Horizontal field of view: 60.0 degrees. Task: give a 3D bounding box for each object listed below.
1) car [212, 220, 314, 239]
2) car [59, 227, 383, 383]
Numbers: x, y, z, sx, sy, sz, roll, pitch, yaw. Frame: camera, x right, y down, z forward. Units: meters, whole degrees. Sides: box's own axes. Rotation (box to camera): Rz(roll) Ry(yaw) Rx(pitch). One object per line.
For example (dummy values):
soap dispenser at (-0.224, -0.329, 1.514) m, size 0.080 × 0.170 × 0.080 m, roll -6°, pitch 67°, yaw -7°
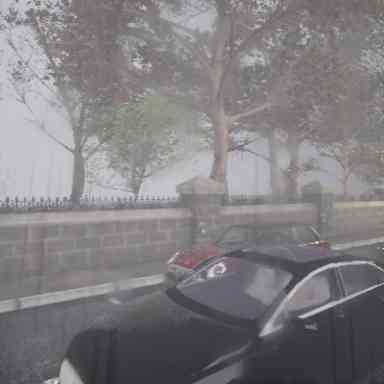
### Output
car at (1.380, 1.426, 7.546) m, size 4.097 × 1.590 × 1.967 m, roll 0°, pitch 0°, yaw -36°
car at (0.991, 1.484, 4.068) m, size 4.902 × 1.511 × 2.128 m, roll 0°, pitch 0°, yaw -35°
